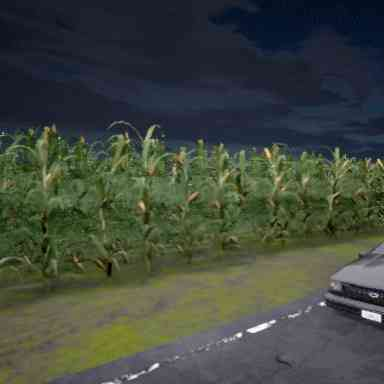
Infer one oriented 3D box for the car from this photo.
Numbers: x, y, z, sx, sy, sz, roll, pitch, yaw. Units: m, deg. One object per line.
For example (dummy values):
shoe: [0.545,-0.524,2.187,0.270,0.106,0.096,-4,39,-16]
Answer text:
car: [4.887,1.476,6.689,5.357,1.411,2.033,-1,0,-37]
